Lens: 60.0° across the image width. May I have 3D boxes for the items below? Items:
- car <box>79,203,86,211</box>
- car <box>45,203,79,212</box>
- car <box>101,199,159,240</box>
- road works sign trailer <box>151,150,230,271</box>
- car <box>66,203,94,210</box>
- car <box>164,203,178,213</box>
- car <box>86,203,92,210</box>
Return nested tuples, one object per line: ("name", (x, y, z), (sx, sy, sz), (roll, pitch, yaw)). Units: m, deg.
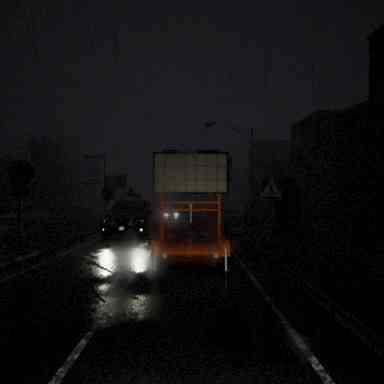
("car", (-21.880, 2.635, 58.616), (4.892, 1.521, 2.231), (0, -1, 0))
("car", (-21.892, 2.594, 55.340), (4.674, 1.452, 2.002), (0, -1, 0))
("car", (-3.355, 1.428, 18.496), (2.150, 2.045, 5.566), (0, -1, 0))
("road works sign trailer", (-0.038, 0.452, 10.771), (2.380, 3.560, 2.880), (0, -1, 0))
("car", (-21.866, 2.833, 65.035), (4.674, 1.452, 2.002), (0, -1, 0))
("car", (-3.192, 2.644, 52.758), (1.895, 1.301, 4.718), (0, -1, 0))
("car", (-21.883, 2.715, 61.889), (5.008, 1.535, 2.097), (0, -1, 0))
